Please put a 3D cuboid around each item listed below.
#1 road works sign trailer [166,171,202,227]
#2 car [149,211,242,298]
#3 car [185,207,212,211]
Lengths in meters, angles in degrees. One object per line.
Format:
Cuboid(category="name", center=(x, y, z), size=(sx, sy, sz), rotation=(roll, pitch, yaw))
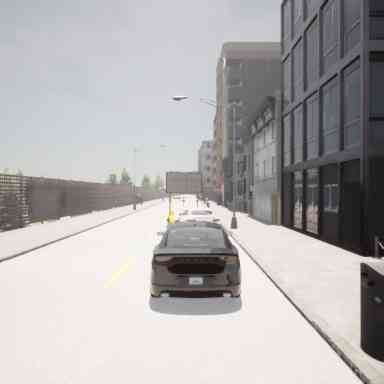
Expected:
Cuboid(category="road works sign trailer", center=(-0.557, 0.464, 21.416), size=(2.380, 3.560, 2.880), rotation=(0, 0, -16))
Cuboid(category="car", center=(0.073, 1.477, 8.560), size=(1.882, 1.535, 5.008), rotation=(0, 0, 0))
Cuboid(category="car", center=(0.325, 1.541, 17.915), size=(1.812, 1.442, 4.674), rotation=(0, -1, -7))
